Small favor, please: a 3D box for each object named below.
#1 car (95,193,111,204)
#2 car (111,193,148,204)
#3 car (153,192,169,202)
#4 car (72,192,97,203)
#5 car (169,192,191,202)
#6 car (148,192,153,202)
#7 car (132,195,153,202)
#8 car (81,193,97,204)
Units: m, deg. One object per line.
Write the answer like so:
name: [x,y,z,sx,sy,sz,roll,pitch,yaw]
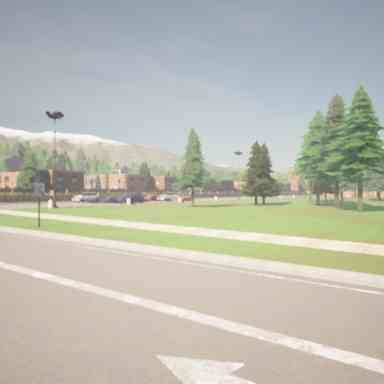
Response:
car: [-14.435,1.434,60.523,2.033,1.411,5.357,0,0,35]
car: [-11.063,1.119,59.253,2.150,2.045,5.566,0,0,35]
car: [-5.395,1.096,73.348,2.150,2.045,5.566,0,0,35]
car: [-20.341,1.091,64.229,2.150,2.045,5.566,0,0,36]
car: [-2.194,1.236,71.819,2.097,1.767,4.553,0,0,35]
car: [-8.373,1.101,75.197,2.150,2.045,5.566,0,0,35]
car: [-11.423,1.380,76.944,2.128,1.511,4.902,0,0,35]
car: [-17.423,1.425,62.323,2.033,1.411,5.357,0,0,36]
